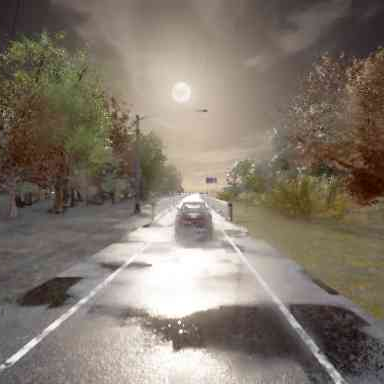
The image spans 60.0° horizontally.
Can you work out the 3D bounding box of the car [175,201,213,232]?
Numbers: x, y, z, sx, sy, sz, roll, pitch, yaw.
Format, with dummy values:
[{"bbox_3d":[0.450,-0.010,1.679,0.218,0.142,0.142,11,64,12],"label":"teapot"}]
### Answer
[{"bbox_3d":[0.105,1.342,20.163,2.097,1.767,4.553,0,0,0],"label":"car"}]
